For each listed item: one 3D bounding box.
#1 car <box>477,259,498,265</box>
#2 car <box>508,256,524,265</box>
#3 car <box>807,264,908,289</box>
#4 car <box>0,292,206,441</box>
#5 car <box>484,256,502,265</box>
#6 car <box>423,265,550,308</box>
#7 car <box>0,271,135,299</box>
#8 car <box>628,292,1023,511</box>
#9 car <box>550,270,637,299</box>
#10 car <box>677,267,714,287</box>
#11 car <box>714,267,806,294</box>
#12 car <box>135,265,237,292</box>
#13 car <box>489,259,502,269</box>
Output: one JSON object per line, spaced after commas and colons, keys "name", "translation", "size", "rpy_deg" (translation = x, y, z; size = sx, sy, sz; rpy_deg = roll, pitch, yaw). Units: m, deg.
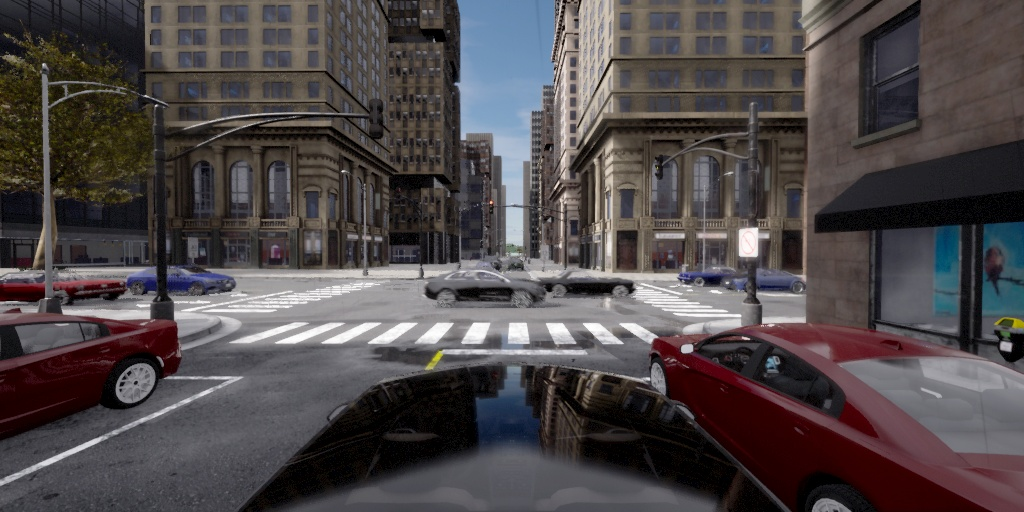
{"name": "car", "translation": [-2.794, 1.288, 36.185], "size": [2.033, 1.411, 5.357], "rpy_deg": [0, 0, 0]}
{"name": "car", "translation": [0.532, 1.091, 49.798], "size": [2.097, 1.767, 4.553], "rpy_deg": [0, 0, 0]}
{"name": "car", "translation": [23.178, 1.357, 24.202], "size": [5.008, 1.535, 1.882], "rpy_deg": [0, 1, 0]}
{"name": "car", "translation": [-5.755, 1.295, 3.404], "size": [1.888, 1.381, 4.507], "rpy_deg": [0, 0, 0]}
{"name": "car", "translation": [-2.695, 0.959, 46.371], "size": [2.150, 2.045, 5.566], "rpy_deg": [0, 0, 1]}
{"name": "car", "translation": [-1.101, 1.236, 14.491], "size": [4.902, 1.511, 2.128], "rpy_deg": [0, 0, 1]}
{"name": "car", "translation": [-18.830, 1.276, 14.640], "size": [4.718, 1.301, 1.895], "rpy_deg": [0, 1, 1]}
{"name": "car", "translation": [2.771, 1.294, 3.333], "size": [1.888, 1.381, 4.507], "rpy_deg": [0, 0, 0]}
{"name": "car", "translation": [3.583, 1.365, 17.706], "size": [4.718, 1.301, 1.895], "rpy_deg": [1, 0, 1]}
{"name": "car", "translation": [13.819, 1.400, 24.292], "size": [4.718, 1.301, 1.895], "rpy_deg": [0, 1, 1]}
{"name": "car", "translation": [14.643, 1.418, 21.033], "size": [4.181, 1.385, 1.994], "rpy_deg": [0, 1, 1]}
{"name": "car", "translation": [-16.443, 1.173, 17.866], "size": [4.674, 1.442, 1.812], "rpy_deg": [1, 1, 1]}
{"name": "car", "translation": [-2.579, 1.240, 56.824], "size": [1.837, 1.490, 4.892], "rpy_deg": [0, 0, 1]}
